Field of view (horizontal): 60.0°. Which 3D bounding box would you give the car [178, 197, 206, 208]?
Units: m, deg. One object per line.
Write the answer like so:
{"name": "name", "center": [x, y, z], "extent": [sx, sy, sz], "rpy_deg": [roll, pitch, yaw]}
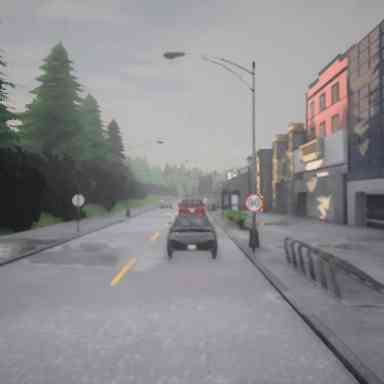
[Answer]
{"name": "car", "center": [0.004, 1.528, 27.544], "extent": [2.150, 2.045, 5.566], "rpy_deg": [0, 0, 0]}

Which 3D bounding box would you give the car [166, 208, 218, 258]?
{"name": "car", "center": [0.018, 1.642, 13.483], "extent": [2.128, 1.511, 4.902], "rpy_deg": [0, 0, 0]}

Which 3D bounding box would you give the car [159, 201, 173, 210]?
{"name": "car", "center": [-4.098, 2.107, 52.853], "extent": [1.812, 1.442, 4.674], "rpy_deg": [0, -1, 0]}
